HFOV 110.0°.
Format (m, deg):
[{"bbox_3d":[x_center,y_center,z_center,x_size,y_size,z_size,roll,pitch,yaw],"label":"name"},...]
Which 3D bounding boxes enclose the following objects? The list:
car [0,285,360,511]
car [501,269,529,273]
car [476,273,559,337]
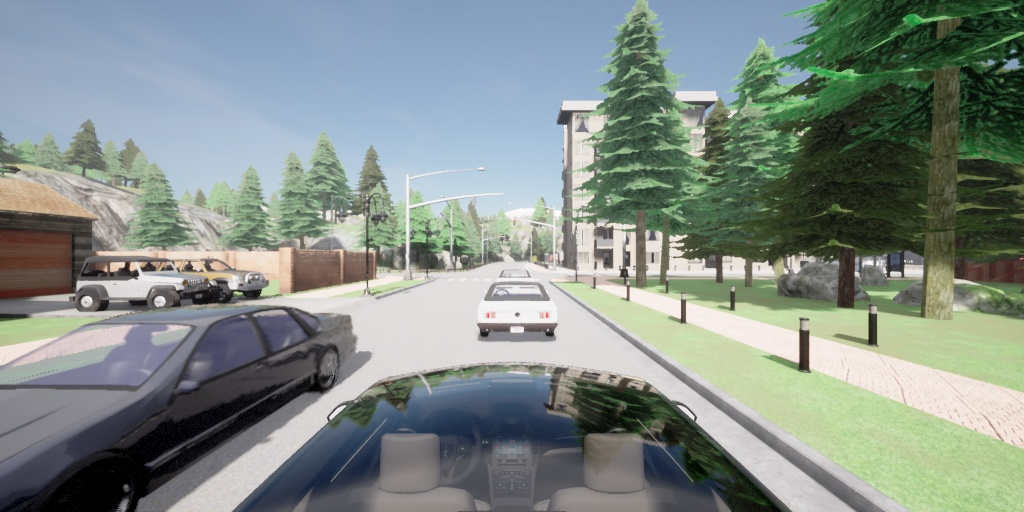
[{"bbox_3d":[-3.594,1.297,3.964,2.033,1.411,5.357,0,0,0],"label":"car"},{"bbox_3d":[0.162,1.351,19.404,1.895,1.301,4.718,0,0,0],"label":"car"},{"bbox_3d":[0.132,1.351,10.236,1.895,1.301,4.718,0,0,0],"label":"car"}]
